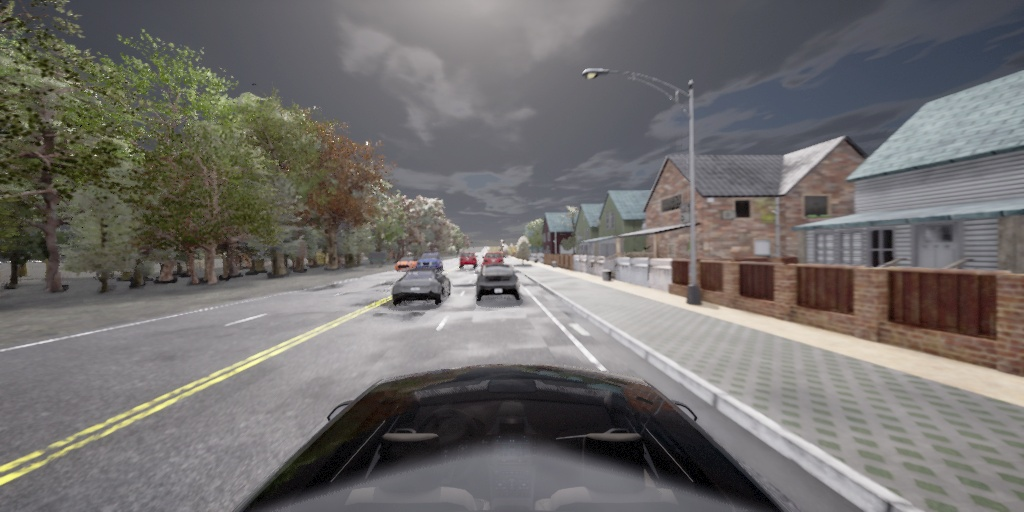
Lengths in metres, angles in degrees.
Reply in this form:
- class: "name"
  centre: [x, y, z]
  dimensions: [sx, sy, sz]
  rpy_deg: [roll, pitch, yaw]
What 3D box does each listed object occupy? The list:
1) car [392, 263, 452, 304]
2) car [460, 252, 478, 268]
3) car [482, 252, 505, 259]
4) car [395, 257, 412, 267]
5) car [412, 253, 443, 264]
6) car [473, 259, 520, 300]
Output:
- class: "car"
  centre: [-3.862, 1.228, 15.855]
  dimensions: [1.994, 1.385, 4.181]
  rpy_deg: [-1, 1, -3]
- class: "car"
  centre: [-5.820, 0.542, 48.310]
  dimensions: [2.150, 2.045, 5.566]
  rpy_deg: [-1, 1, -3]
- class: "car"
  centre: [-1.946, 0.592, 37.879]
  dimensions: [2.150, 2.045, 5.566]
  rpy_deg: [-1, 1, -3]
- class: "car"
  centre: [-12.095, 0.876, 41.715]
  dimensions: [2.097, 1.767, 4.553]
  rpy_deg: [-1, 1, -3]
- class: "car"
  centre: [-8.648, 0.721, 38.139]
  dimensions: [2.150, 2.045, 5.566]
  rpy_deg: [-1, 1, -3]
- class: "car"
  centre: [-0.674, 1.098, 16.669]
  dimensions: [1.837, 1.490, 4.892]
  rpy_deg: [-1, 1, -3]
